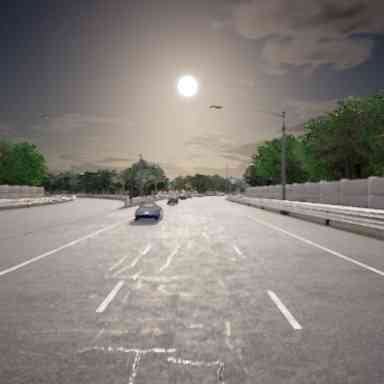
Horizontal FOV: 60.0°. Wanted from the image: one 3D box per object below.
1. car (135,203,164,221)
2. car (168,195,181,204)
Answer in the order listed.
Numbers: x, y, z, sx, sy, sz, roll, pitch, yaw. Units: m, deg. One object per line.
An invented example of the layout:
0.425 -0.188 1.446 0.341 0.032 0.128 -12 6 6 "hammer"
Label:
-3.494 1.566 27.546 1.994 1.385 4.181 0 0 0 "car"
-3.485 1.516 62.381 1.837 1.490 4.892 0 0 0 "car"
